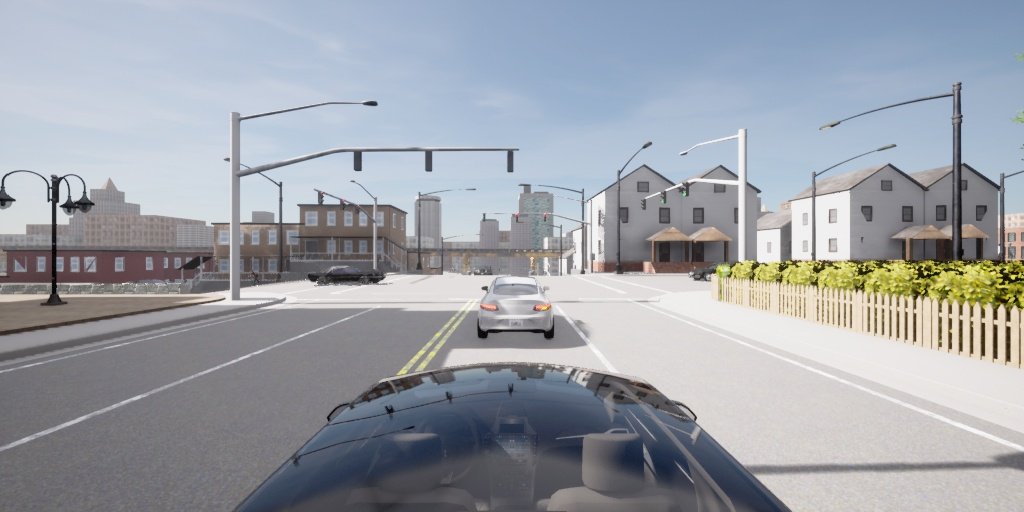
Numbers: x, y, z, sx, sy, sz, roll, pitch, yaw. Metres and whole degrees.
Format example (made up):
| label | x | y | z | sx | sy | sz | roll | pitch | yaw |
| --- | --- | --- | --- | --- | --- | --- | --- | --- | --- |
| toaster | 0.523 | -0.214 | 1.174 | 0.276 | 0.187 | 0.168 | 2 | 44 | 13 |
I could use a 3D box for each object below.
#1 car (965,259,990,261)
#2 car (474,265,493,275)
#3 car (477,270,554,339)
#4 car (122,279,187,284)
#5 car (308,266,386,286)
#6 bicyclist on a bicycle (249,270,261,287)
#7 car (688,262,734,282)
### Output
| label | x | y | z | sx | sy | sz | roll | pitch | yaw |
| --- | --- | --- | --- | --- | --- | --- | --- | --- | --- |
| car | 36.927 | 1.102 | 29.026 | 4.553 | 1.767 | 2.097 | 0 | 0 | -1 |
| car | -3.521 | 2.162 | 45.241 | 2.150 | 2.045 | 5.566 | 0 | -9 | 0 |
| car | 0.101 | 1.276 | 10.000 | 1.812 | 1.442 | 4.674 | 0 | 0 | 0 |
| car | -25.062 | 2.353 | 24.634 | 4.902 | 1.511 | 2.128 | -9 | 0 | -1 |
| car | -11.175 | 1.330 | 24.538 | 4.718 | 1.301 | 1.895 | -1 | 0 | 5 |
| bicyclist on a bicycle | -25.569 | 2.214 | 35.577 | 0.582 | 1.620 | 1.656 | -8 | 0 | 0 |
| car | 16.794 | 1.255 | 28.810 | 4.892 | 1.490 | 1.837 | 0 | 0 | -1 |
